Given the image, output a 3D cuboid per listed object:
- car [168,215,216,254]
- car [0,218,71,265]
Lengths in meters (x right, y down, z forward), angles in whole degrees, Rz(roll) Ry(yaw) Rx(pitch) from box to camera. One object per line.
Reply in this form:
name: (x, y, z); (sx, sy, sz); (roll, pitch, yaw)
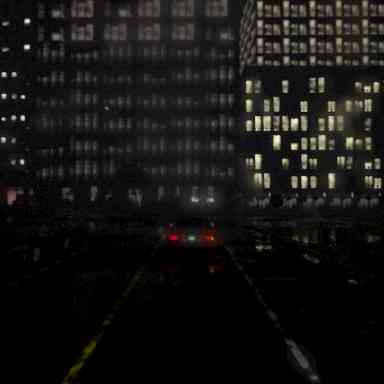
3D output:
car: (-0.003, 1.681, 14.000); (2.033, 1.411, 5.357); (0, -1, 0)
car: (-5.816, 1.666, 12.061); (2.008, 1.369, 4.403); (1, -1, 0)
